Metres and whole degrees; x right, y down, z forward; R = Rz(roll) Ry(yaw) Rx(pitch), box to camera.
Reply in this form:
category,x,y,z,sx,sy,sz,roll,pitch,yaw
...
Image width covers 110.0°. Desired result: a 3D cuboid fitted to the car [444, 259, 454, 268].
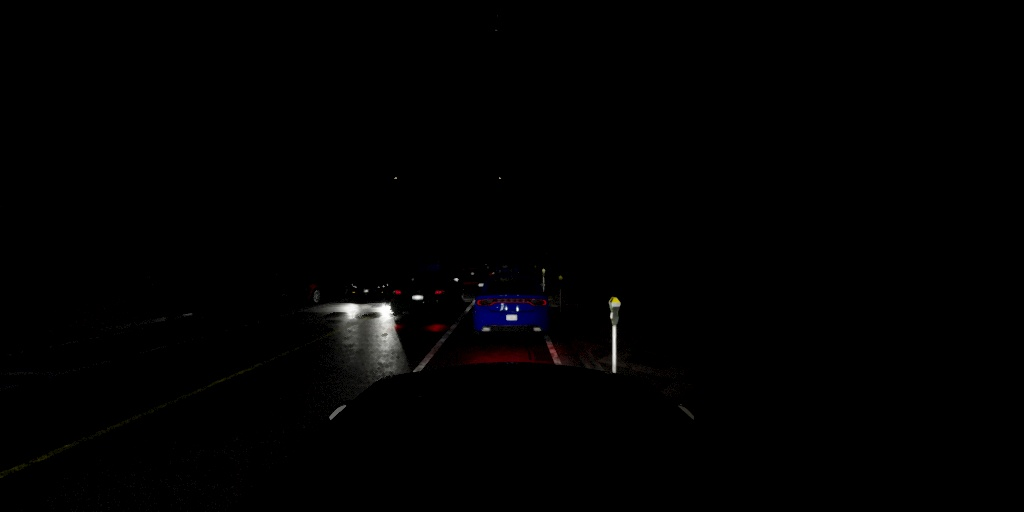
category,x,y,z,sx,sy,sz,roll,pitch,yaw
car,-8.908,1.331,44.482,1.948,1.339,4.313,0,0,0

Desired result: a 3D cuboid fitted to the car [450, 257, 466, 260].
category,x,y,z,sx,sy,sz,roll,pitch,yaw
car,-8.908,1.086,55.755,2.192,1.841,5.009,0,0,0

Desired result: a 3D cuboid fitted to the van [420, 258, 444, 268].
category,x,y,z,sx,sy,sz,roll,pitch,yaw
van,-8.908,1.103,38.846,1.690,1.789,3.998,0,0,0

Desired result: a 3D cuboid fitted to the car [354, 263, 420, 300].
category,x,y,z,sx,sy,sz,roll,pitch,yaw
car,-6.246,1.258,17.775,1.837,1.490,4.892,0,0,0

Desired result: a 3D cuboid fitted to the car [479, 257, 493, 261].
category,x,y,z,sx,sy,sz,roll,pitch,yaw
car,-3.045,1.259,47.694,2.128,1.511,4.902,0,0,0

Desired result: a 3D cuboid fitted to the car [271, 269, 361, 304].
category,x,y,z,sx,sy,sz,roll,pitch,yaw
car,-8.908,1.297,16.299,1.888,1.381,4.507,0,0,0

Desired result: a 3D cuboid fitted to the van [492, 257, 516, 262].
category,x,y,z,sx,sy,sz,roll,pitch,yaw
van,-0.383,1.098,27.584,1.690,1.789,3.998,0,0,0

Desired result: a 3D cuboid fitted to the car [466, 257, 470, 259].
category,x,y,z,sx,sy,sz,roll,pitch,yaw
car,-8.908,1.320,61.393,1.888,1.381,4.507,0,0,0

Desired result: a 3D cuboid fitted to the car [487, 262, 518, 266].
category,x,y,z,sx,sy,sz,roll,pitch,yaw
car,-0.383,1.280,22.119,1.751,1.417,4.829,0,0,0

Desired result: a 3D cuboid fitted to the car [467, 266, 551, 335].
category,x,y,z,sx,sy,sz,roll,pitch,yaw
car,-0.006,1.228,10.500,1.882,1.535,5.008,0,0,0

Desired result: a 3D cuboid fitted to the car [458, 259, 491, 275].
category,x,y,z,sx,sy,sz,roll,pitch,yaw
car,-3.145,1.236,31.030,1.882,1.535,5.008,0,0,0

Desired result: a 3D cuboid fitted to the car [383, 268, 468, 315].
category,x,y,z,sx,sy,sz,roll,pitch,yaw
car,-3.046,1.315,13.582,1.994,1.385,4.181,0,0,0

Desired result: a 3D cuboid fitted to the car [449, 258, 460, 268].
category,x,y,z,sx,sy,sz,roll,pitch,yaw
car,-8.908,1.334,50.119,1.948,1.339,4.313,0,0,0
